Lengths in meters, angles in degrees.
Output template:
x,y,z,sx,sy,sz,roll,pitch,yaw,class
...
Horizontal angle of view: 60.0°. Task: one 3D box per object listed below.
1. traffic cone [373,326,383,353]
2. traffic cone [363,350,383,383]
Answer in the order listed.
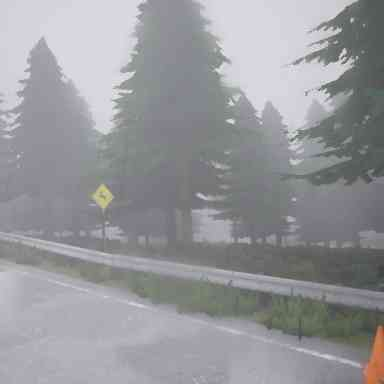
x,y,z,sx,sy,sz,roll,pitch,yaw,class
2.328,1.956,4.109,0.340,0.580,0.340,0,0,34,traffic cone
1.783,1.956,3.273,0.340,0.580,0.340,0,0,33,traffic cone
